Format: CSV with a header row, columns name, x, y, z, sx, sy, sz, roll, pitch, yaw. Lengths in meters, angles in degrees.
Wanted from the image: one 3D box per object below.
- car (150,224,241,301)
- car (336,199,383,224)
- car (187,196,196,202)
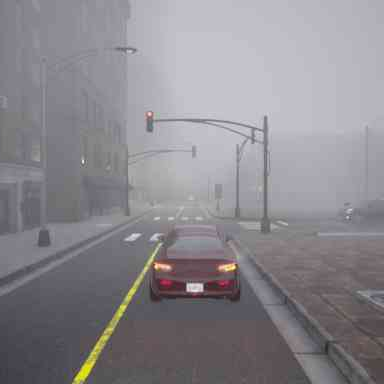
name,x,y,z,sx,sy,sz,roll,pitch,yaw
car,0.083,1.526,8.184,1.812,1.442,4.674,0,0,1
car,12.834,1.299,23.891,4.553,1.767,2.097,0,0,0
car,-0.076,1.565,76.160,1.812,1.442,4.674,0,0,0
